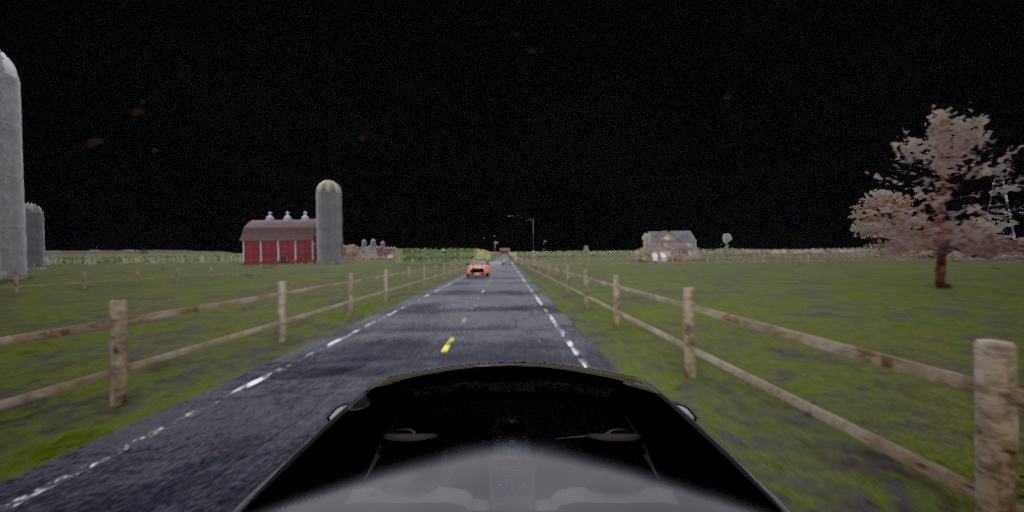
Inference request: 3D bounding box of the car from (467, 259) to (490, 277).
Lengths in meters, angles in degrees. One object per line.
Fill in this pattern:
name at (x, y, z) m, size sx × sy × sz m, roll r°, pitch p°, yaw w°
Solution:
car at (-3.271, 1.084, 35.664) m, size 2.097 × 1.767 × 4.553 m, roll -1°, pitch 0°, yaw -1°
